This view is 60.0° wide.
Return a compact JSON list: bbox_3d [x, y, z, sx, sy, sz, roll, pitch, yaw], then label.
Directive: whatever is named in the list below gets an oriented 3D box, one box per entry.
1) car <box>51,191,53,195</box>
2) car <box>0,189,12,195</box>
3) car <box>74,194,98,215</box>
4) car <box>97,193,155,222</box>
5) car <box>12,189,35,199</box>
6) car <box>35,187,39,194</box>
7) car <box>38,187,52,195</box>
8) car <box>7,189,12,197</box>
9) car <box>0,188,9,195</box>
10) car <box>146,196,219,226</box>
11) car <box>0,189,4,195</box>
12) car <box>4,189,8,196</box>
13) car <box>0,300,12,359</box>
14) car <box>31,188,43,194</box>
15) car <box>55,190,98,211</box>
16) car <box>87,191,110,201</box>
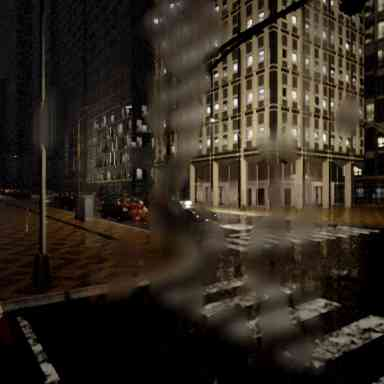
[{"bbox_3d":[-16.538,0.661,43.479,1.837,1.490,4.892,0,1,-35],"label":"car"},{"bbox_3d":[-40.344,0.012,72.087,1.947,1.339,4.313,1,0,-36],"label":"car"},{"bbox_3d":[-7.788,1.099,26.841,1.802,1.307,4.206,1,0,-36],"label":"car"},{"bbox_3d":[-4.529,1.065,22.316,1.967,1.590,4.097,1,0,-36],"label":"car"},{"bbox_3d":[-27.321,0.418,53.988,1.887,1.381,4.507,1,0,-36],"label":"car"},{"bbox_3d":[-36.840,-0.364,81.572,2.192,1.841,5.009,1,0,-36],"label":"car"},{"bbox_3d":[-33.588,-0.027,77.047,1.887,1.381,4.507,1,0,-36],"label":"car"},{"bbox_3d":[-30.577,0.317,58.513,2.008,1.369,4.403,1,0,-36],"label":"car"},{"bbox_3d":[-43.599,-0.117,76.611,1.887,1.381,4.507,1,0,-36],"label":"car"},{"bbox_3d":[-0.630,1.227,21.304,2.033,1.411,5.357,0,1,-36],"label":"car"},{"bbox_3d":[-37.088,0.103,67.562,2.008,1.369,4.403,1,0,-36],"label":"car"},{"bbox_3d":[-33.832,0.204,63.037,1.887,1.381,4.507,1,0,-36],"label":"car"},{"bbox_3d":[-4.306,1.441,3.485,4.097,1.590,1.967,0,0,-36],"label":"car"},{"bbox_3d":[-40.103,-0.220,86.100,1.947,1.339,4.313,1,0,-36],"label":"car"},{"bbox_3d":[-11.037,0.725,31.364,2.192,1.841,5.009,1,0,-36],"label":"car"},{"bbox_3d":[-14.048,0.637,49.890,1.947,1.339,4.313,1,0,-36],"label":"car"}]
